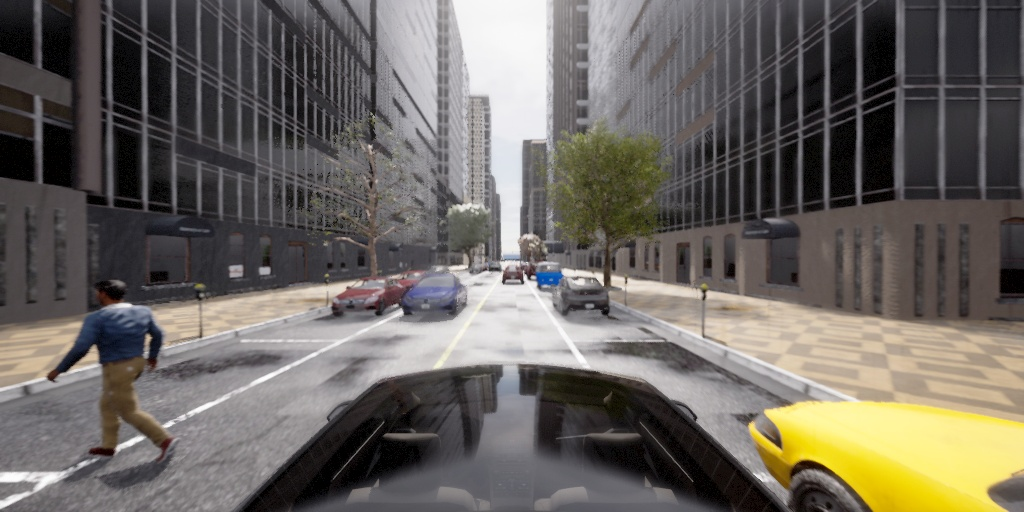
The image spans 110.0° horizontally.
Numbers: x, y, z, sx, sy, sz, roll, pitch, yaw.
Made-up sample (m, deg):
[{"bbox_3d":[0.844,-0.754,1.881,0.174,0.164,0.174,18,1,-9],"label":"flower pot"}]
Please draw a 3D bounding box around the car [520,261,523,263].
[{"bbox_3d":[0.080,1.693,44.392,1.882,1.535,5.008,0,0,0],"label":"car"}]

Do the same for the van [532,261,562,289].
[{"bbox_3d":[2.561,1.346,25.242,1.690,1.789,3.998,0,0,0],"label":"van"}]

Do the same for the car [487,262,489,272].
[{"bbox_3d":[-5.326,1.960,59.099,1.802,1.307,4.207,0,0,0],"label":"car"}]

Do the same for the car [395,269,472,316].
[{"bbox_3d":[-2.840,1.411,14.120,1.812,1.442,4.674,0,0,0],"label":"car"}]

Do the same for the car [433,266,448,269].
[{"bbox_3d":[-5.320,1.445,25.209,1.967,1.591,4.097,0,0,0],"label":"car"}]

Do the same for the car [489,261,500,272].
[{"bbox_3d":[-2.760,1.739,59.379,2.097,1.767,4.553,0,-1,0],"label":"car"}]

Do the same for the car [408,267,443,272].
[{"bbox_3d":[-5.322,1.488,19.562,1.888,1.381,4.507,0,0,0],"label":"car"}]

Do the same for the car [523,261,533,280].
[{"bbox_3d":[2.558,1.444,36.538,2.192,1.841,5.009,0,0,0],"label":"car"}]

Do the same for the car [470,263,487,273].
[{"bbox_3d":[-5.325,1.866,53.450,2.007,1.370,4.403,0,0,0],"label":"car"}]

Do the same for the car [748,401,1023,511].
[{"bbox_3d":[2.750,1.193,0.531,1.801,1.575,5.366,0,-1,0],"label":"car"}]

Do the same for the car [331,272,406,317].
[{"bbox_3d":[-5.318,1.464,13.913,1.802,1.307,4.207,0,0,0],"label":"car"}]

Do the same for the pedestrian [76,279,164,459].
[{"bbox_3d":[-3.821,1.063,3.512,0.375,1.860,0.375,-1,0,0],"label":"pedestrian"}]

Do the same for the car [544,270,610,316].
[{"bbox_3d":[2.563,1.433,13.945,2.007,1.370,4.403,0,0,0],"label":"car"}]

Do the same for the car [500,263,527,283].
[{"bbox_3d":[0.085,1.604,31.874,1.812,1.442,4.674,0,-1,0],"label":"car"}]
